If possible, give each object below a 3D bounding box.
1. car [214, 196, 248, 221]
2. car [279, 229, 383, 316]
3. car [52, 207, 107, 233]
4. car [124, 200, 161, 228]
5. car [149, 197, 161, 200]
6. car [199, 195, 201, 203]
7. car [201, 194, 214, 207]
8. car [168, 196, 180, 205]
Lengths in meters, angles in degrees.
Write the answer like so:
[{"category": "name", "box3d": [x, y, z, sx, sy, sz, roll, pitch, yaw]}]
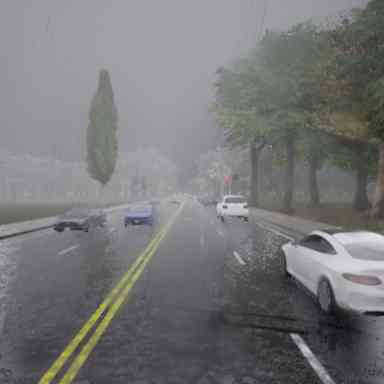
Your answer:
[{"category": "car", "box3d": [3.297, 1.309, 27.853, 2.150, 2.045, 5.566, 0, 0, 0]}, {"category": "car", "box3d": [3.342, 1.548, 7.419, 1.812, 1.442, 4.674, 0, 0, 0]}, {"category": "car", "box3d": [-6.633, 1.609, 20.380, 2.033, 1.411, 5.357, 0, 0, 0]}, {"category": "car", "box3d": [-3.389, 1.548, 22.933, 1.882, 1.535, 5.008, 0, 0, 0]}, {"category": "car", "box3d": [-6.758, 1.702, 61.419, 1.882, 1.535, 5.008, 0, 0, 0]}, {"category": "car", "box3d": [2.993, 1.467, 66.121, 2.150, 2.045, 5.566, 0, 0, 0]}, {"category": "car", "box3d": [3.066, 1.550, 55.055, 2.097, 1.767, 4.553, 0, 0, 0]}, {"category": "car", "box3d": [-3.510, 1.591, 64.486, 2.097, 1.767, 4.553, 0, 0, 0]}]
